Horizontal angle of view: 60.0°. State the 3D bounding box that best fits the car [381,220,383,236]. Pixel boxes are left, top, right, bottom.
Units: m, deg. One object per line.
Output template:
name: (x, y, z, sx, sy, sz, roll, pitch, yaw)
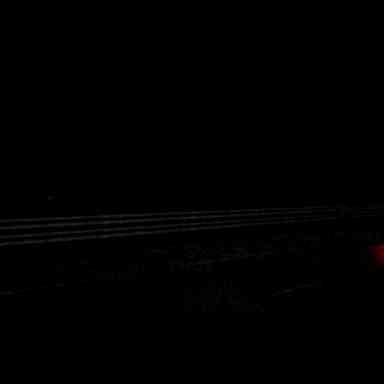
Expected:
car: (10.850, 1.520, 15.792, 4.892, 1.490, 1.837, 0, 0, -35)
